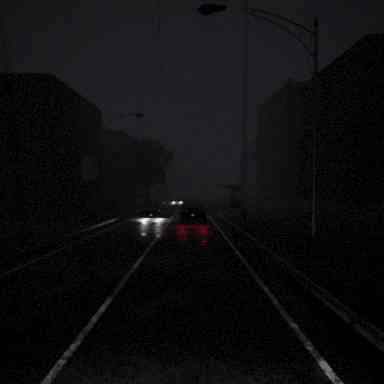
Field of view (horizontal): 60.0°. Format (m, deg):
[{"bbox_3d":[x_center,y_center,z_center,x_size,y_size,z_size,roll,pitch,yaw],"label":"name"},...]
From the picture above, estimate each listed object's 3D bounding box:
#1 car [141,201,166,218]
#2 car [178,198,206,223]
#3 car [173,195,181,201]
[{"bbox_3d":[-3.422,1.522,30.441,2.033,1.411,5.357,0,0,0],"label":"car"},{"bbox_3d":[0.046,1.449,25.459,1.882,1.535,5.008,0,0,0],"label":"car"},{"bbox_3d":[-3.133,1.328,71.668,1.895,1.301,4.718,0,1,0],"label":"car"}]
